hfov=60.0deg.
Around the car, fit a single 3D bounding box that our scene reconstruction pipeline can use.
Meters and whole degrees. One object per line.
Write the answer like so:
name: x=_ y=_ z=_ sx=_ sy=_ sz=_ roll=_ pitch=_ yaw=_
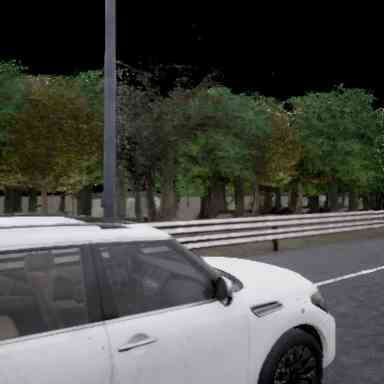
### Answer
car: x=-1.042 y=1.230 z=3.041 sx=5.566 sy=2.045 sz=2.150 roll=0 pitch=0 yaw=-35
